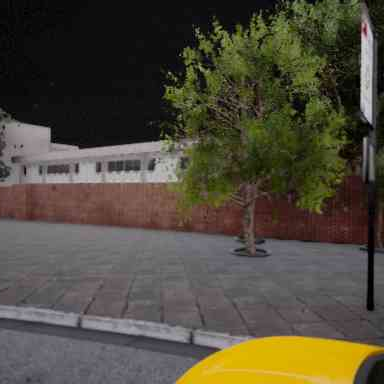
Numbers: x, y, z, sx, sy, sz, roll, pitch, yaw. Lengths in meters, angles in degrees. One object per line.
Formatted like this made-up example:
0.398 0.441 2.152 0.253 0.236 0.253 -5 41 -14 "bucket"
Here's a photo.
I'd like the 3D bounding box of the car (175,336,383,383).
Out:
2.078 1.477 1.415 5.008 1.535 1.882 0 0 28 "car"
